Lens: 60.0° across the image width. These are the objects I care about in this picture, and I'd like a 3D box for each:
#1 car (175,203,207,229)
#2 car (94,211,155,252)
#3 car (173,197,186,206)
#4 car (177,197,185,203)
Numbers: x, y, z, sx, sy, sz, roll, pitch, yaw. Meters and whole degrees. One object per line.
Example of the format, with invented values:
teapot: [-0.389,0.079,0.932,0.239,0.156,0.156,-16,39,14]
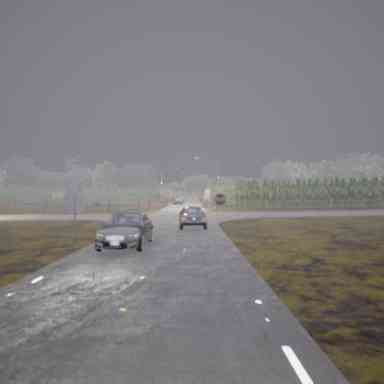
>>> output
car: [-0.015,1.732,23.077,2.033,1.411,5.357,0,0,-3]
car: [-2.767,1.616,14.480,2.128,1.511,4.902,0,0,1]
car: [-2.611,1.895,63.509,2.033,1.411,5.357,0,0,1]
car: [-2.510,1.890,78.710,1.812,1.442,4.674,0,0,0]
